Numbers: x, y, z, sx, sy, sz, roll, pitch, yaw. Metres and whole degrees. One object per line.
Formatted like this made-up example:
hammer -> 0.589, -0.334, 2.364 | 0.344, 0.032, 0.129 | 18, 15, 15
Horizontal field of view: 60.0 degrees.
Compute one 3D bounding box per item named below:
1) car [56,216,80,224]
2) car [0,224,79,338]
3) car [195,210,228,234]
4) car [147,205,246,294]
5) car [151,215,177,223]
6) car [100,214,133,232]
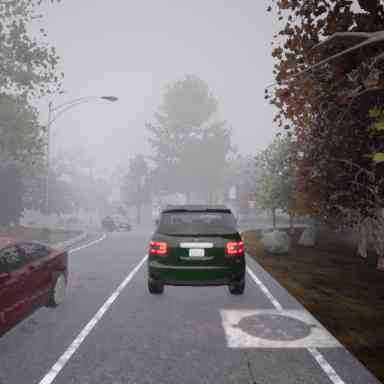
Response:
car -> -19.467, 4.492, 52.400 | 1.837, 1.490, 4.892 | -2, -5, 8
car -> -3.616, 1.528, 5.321 | 1.882, 1.535, 5.008 | 0, -1, 0
car -> 1.718, 2.467, 27.768 | 2.097, 1.767, 4.553 | -1, -4, 12
car -> 0.114, 1.361, 9.233 | 2.150, 2.045, 5.566 | 0, -2, 0
car -> -5.608, 5.437, 66.919 | 5.008, 1.535, 1.882 | 1, -5, -4
car -> -6.893, 2.803, 30.191 | 1.837, 1.490, 4.892 | 4, -6, -31
